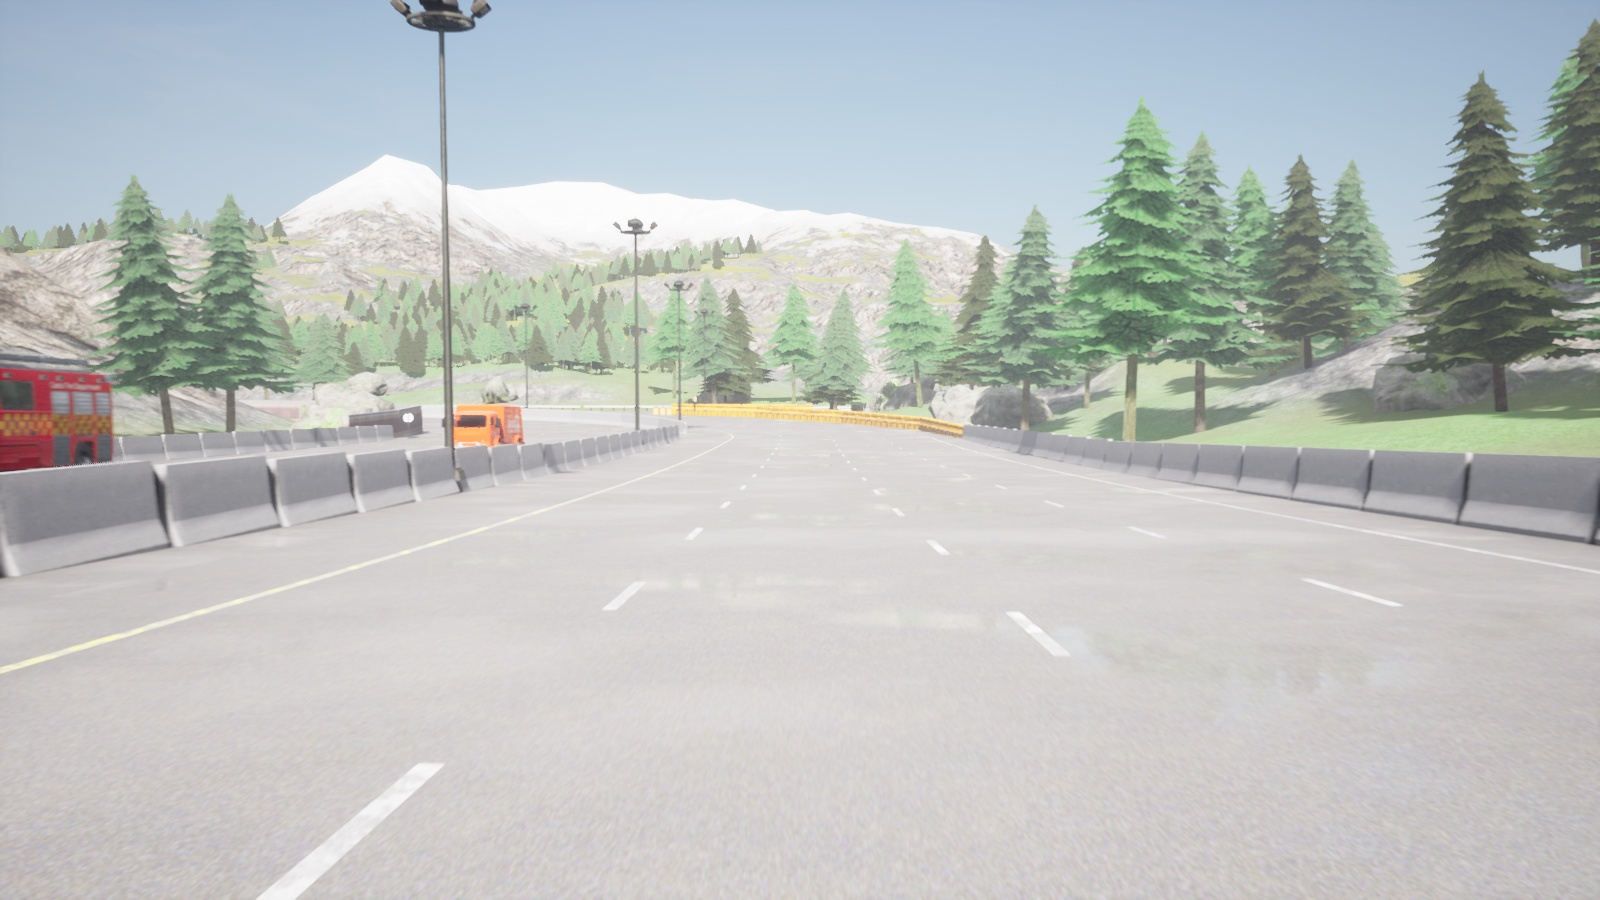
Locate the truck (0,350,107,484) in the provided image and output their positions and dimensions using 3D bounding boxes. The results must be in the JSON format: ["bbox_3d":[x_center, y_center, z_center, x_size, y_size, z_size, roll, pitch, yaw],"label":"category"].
[{"bbox_3d":[-24.274,-0.981,37.048,2.891,3.827,8.468,0,1,0],"label":"truck"}]

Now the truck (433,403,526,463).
[{"bbox_3d":[-13.678,-0.752,54.035,2.627,2.467,5.204,0,2,0],"label":"truck"}]
